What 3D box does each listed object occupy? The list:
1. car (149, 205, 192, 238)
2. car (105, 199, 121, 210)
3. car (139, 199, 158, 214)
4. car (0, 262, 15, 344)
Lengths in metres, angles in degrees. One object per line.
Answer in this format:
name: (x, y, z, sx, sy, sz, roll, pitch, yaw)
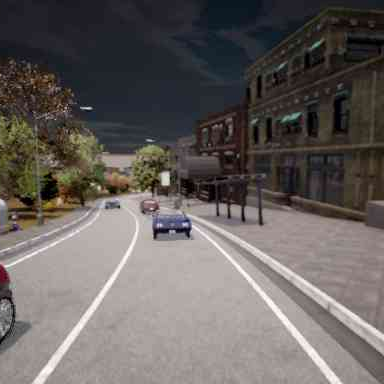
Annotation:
car: (-1.204, 1.583, 17.839, 1.895, 1.301, 4.718, -1, 0, -7)
car: (-10.920, 1.694, 45.922, 1.994, 1.385, 4.181, -2, 0, -14)
car: (-4.572, 1.522, 35.519, 1.812, 1.442, 4.674, -2, 0, -13)
car: (-3.775, 1.367, 3.299, 2.097, 1.767, 4.553, 0, 0, -2)
